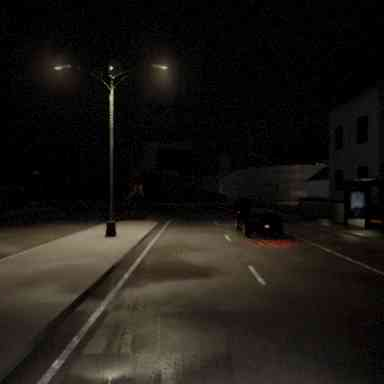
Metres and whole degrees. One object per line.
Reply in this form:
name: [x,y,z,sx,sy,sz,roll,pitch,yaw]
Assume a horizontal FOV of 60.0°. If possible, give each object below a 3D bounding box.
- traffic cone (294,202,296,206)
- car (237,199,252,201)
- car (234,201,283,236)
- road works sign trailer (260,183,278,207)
traffic cone: [17.220,1.992,55.777,0.340,0.580,0.340,0,0,35]
car: [5.863,1.502,36.872,1.882,1.535,5.008,0,0,16]
car: [3.600,1.490,18.437,1.882,1.535,5.008,0,0,0]
road works sign trailer: [12.010,0.498,50.873,2.380,3.560,2.880,0,0,35]
